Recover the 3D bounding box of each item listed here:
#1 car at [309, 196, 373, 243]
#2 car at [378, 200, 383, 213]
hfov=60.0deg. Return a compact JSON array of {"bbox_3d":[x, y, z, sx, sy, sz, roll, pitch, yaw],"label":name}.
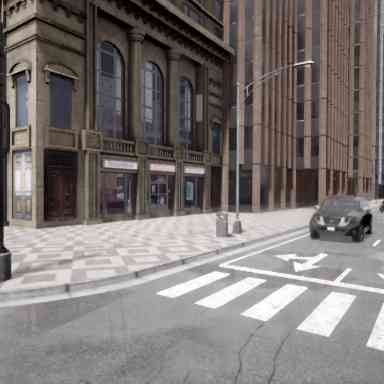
[{"bbox_3d":[7.696,1.253,16.847,2.150,2.045,5.566,1,1,35],"label":"car"},{"bbox_3d":[22.181,1.549,37.186,1.837,1.490,4.892,1,1,35],"label":"car"}]
